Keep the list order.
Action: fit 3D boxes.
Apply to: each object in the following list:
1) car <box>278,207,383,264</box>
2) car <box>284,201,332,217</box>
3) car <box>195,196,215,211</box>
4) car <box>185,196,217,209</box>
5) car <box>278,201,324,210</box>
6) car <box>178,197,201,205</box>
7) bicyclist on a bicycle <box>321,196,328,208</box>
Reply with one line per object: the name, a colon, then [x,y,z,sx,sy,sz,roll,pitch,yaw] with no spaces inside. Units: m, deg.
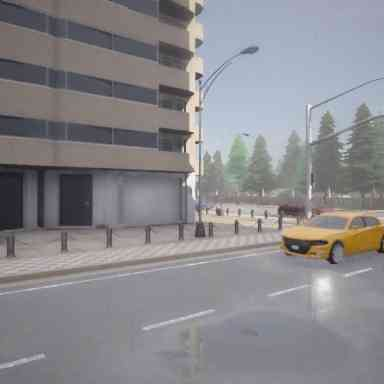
car: [5.319,1.482,11.966,5.008,1.535,1.882,0,0,-35]
car: [11.397,1.631,32.906,1.994,1.385,4.181,0,0,-36]
car: [0.688,1.592,41.777,1.812,1.442,4.674,0,0,-36]
car: [1.208,1.421,47.044,2.097,1.767,4.553,0,0,-36]
car: [9.870,1.544,29.037,1.882,1.535,5.008,0,0,-36]
car: [-0.536,1.597,61.749,1.812,1.442,4.674,0,0,-36]
bicyclist on a bicycle: [17.328,1.373,43.457,1.656,1.620,0.582,0,0,-36]
